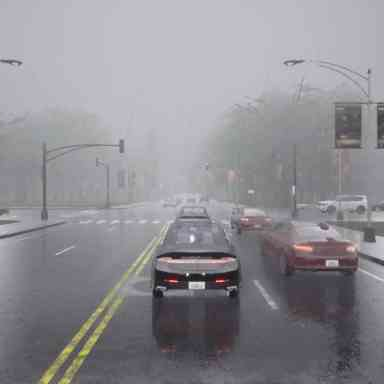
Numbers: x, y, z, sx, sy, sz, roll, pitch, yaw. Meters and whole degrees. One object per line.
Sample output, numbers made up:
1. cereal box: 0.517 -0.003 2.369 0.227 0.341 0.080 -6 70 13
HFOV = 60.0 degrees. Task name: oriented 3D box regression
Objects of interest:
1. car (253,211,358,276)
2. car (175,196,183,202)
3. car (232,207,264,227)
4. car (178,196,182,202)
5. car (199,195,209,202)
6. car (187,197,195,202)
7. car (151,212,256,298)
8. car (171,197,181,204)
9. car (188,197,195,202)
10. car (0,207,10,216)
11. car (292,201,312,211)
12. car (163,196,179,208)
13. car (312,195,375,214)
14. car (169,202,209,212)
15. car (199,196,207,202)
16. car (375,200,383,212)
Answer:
1. car: 3.326 1.533 10.219 1.812 1.442 4.674 0 0 0
2. car: -3.426 1.792 87.193 2.033 1.411 5.357 0 -1 0
3. car: 3.322 1.555 19.027 1.812 1.442 4.674 0 0 1
4. car: -3.434 1.711 62.135 2.128 1.511 4.902 0 0 1
5. car: 3.084 1.642 82.614 2.150 2.045 5.566 0 -1 0
6. car: -0.166 1.893 82.541 1.882 1.535 5.008 0 -1 0
7. car: 0.083 1.496 8.498 2.128 1.511 4.902 0 0 0
8. car: -3.396 1.859 72.086 1.994 1.385 4.181 0 -1 0
9. car: -0.189 1.965 92.995 1.994 1.385 4.181 0 -1 0
10. car: -19.815 1.551 30.550 5.357 1.411 2.033 0 0 -1
11. car: 14.784 1.772 40.828 4.718 1.301 1.895 0 0 0
12. car: -3.448 1.760 52.051 1.895 1.301 4.718 0 0 0
13. car: 17.031 1.399 37.607 5.566 2.045 2.150 0 0 -1
14. car: 0.065 1.517 17.906 2.128 1.511 4.902 0 0 0
15. car: 3.061 1.952 93.002 2.033 1.411 5.357 0 -1 0
16. car: 23.913 1.695 40.919 5.008 1.535 1.882 0 0 0
